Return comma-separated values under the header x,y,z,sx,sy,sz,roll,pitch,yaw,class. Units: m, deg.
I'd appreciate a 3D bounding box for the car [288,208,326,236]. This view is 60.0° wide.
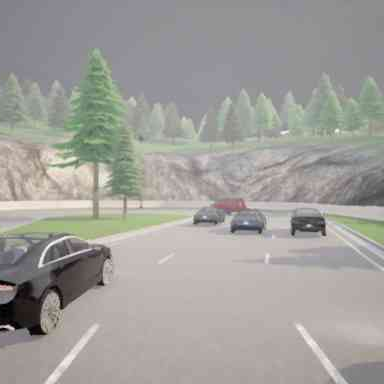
x,y,z,sx,sy,sz,roll,pitch,yaw,class
6.996,1.717,20.389,1.882,1.535,5.008,0,-1,16,car

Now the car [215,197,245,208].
x,y,z,sx,sy,sz,roll,pitch,yaw,class
4.168,1.676,40.144,2.150,2.045,5.566,1,-1,-30,car

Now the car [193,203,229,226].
x,y,z,sx,sy,sz,roll,pitch,yaw,class
1.457,1.865,26.692,1.994,1.385,4.181,0,-1,14,car

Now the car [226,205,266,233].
x,y,z,sx,sy,sz,roll,pitch,yaw,class
3.701,1.811,21.478,1.994,1.385,4.181,0,-1,15,car

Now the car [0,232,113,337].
x,y,z,sx,sy,sz,roll,pitch,yaw,class
-3.090,1.565,6.821,2.128,1.511,4.902,0,-1,4,car
